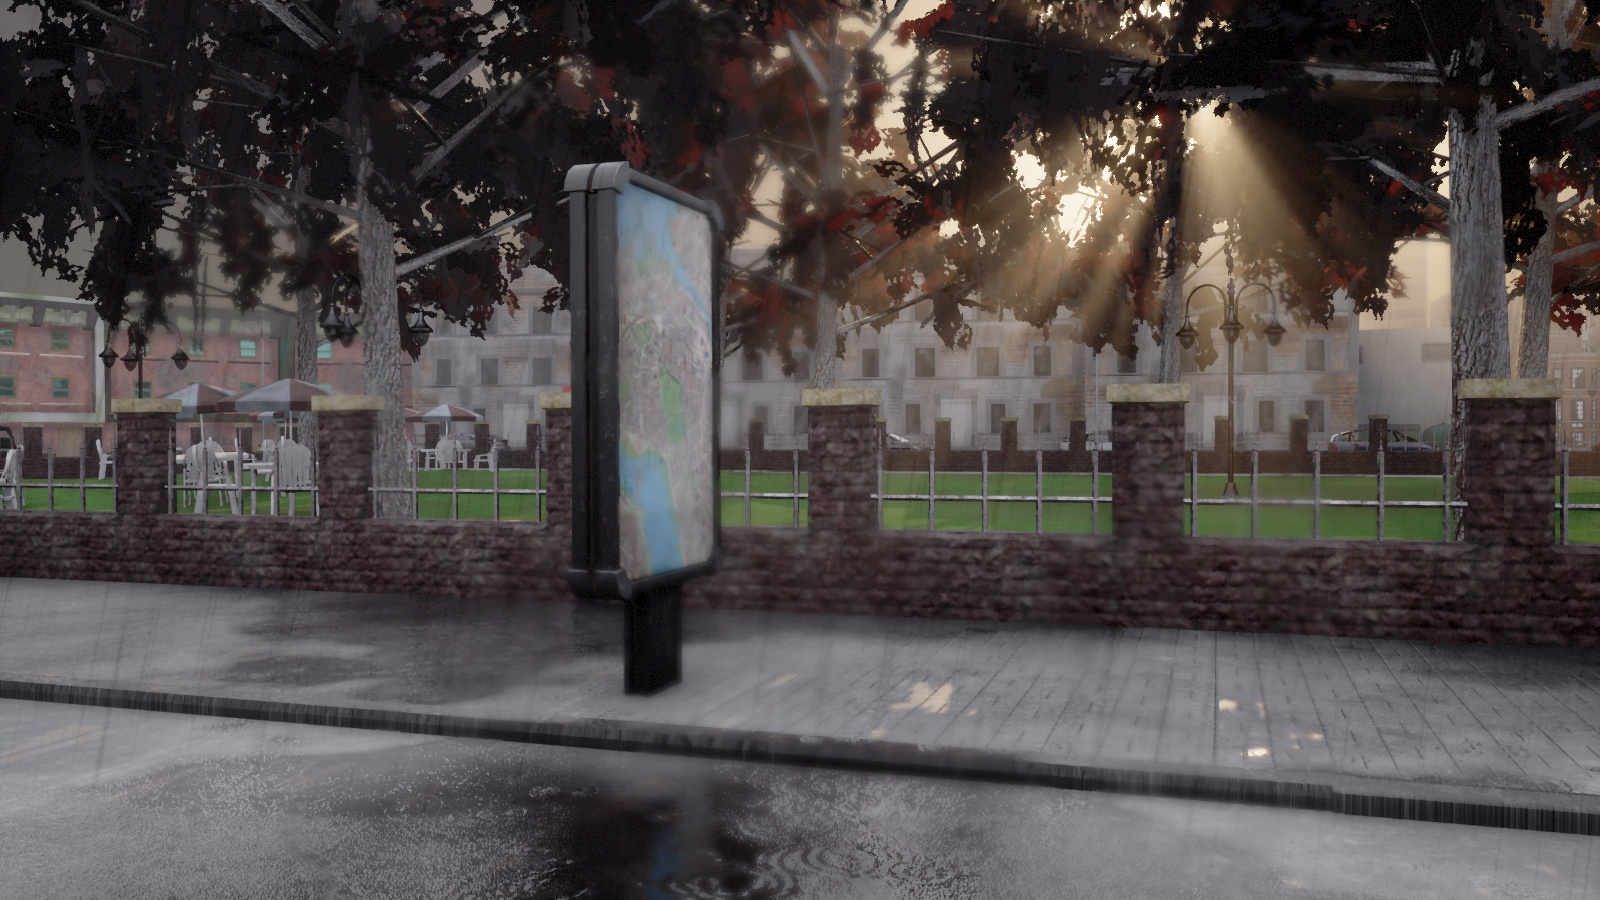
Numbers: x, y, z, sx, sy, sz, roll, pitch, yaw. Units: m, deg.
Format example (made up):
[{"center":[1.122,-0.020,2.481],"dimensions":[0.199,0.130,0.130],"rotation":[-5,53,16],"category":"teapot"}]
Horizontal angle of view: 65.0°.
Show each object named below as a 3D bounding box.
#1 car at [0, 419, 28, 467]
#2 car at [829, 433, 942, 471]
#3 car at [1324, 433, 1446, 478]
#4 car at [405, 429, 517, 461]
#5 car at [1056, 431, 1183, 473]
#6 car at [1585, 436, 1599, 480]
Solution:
[{"center":[-32.692,-0.287,49.171],"dimensions":[1.905,1.878,3.866],"rotation":[1,1,19],"category":"car"},{"center":[3.440,0.048,50.274],"dimensions":[4.193,1.474,1.816],"rotation":[1,1,18],"category":"car"},{"center":[20.685,0.169,44.551],"dimensions":[3.705,1.549,1.789],"rotation":[0,1,18],"category":"car"},{"center":[-16.469,-0.259,61.082],"dimensions":[4.902,1.511,2.128],"rotation":[0,1,18],"category":"car"},{"center":[12.073,0.060,47.409],"dimensions":[4.514,1.525,2.007],"rotation":[1,1,18],"category":"car"},{"center":[28.829,0.278,41.844],"dimensions":[4.193,1.474,1.816],"rotation":[1,1,18],"category":"car"}]
